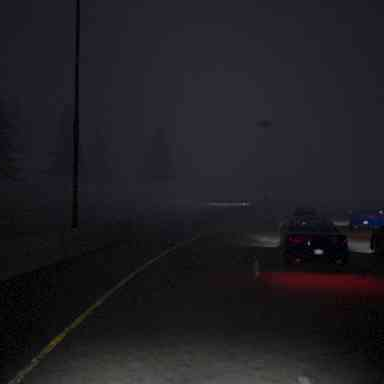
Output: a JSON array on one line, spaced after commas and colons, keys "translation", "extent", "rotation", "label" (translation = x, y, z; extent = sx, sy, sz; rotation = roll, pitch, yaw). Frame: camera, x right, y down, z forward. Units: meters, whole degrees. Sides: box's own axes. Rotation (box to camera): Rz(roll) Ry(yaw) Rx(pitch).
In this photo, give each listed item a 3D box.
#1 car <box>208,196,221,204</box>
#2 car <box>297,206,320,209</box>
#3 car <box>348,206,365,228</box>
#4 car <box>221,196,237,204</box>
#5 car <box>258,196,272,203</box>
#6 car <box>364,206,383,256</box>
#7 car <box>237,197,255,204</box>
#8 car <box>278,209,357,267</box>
[{"translation": [5.063, 1.679, 70.376], "extent": [1.812, 1.442, 4.674], "rotation": [0, 1, 28], "label": "car"}, {"translation": [8.161, 1.750, 23.231], "extent": [1.837, 1.490, 4.892], "rotation": [0, 0, 27], "label": "car"}, {"translation": [11.684, 1.709, 22.423], "extent": [1.882, 1.535, 5.008], "rotation": [0, 0, 27], "label": "car"}, {"translation": [8.167, 1.661, 68.757], "extent": [1.812, 1.442, 4.674], "rotation": [0, 1, 28], "label": "car"}, {"translation": [14.457, 1.599, 65.689], "extent": [1.837, 1.490, 4.892], "rotation": [0, 1, 28], "label": "car"}, {"translation": [7.526, 1.467, 10.815], "extent": [2.097, 1.767, 4.553], "rotation": [0, -1, 12], "label": "car"}, {"translation": [11.322, 1.673, 67.241], "extent": [1.994, 1.385, 4.181], "rotation": [0, 1, 28], "label": "car"}, {"translation": [4.234, 1.604, 12.074], "extent": [1.882, 1.535, 5.008], "rotation": [0, 0, 13], "label": "car"}]
